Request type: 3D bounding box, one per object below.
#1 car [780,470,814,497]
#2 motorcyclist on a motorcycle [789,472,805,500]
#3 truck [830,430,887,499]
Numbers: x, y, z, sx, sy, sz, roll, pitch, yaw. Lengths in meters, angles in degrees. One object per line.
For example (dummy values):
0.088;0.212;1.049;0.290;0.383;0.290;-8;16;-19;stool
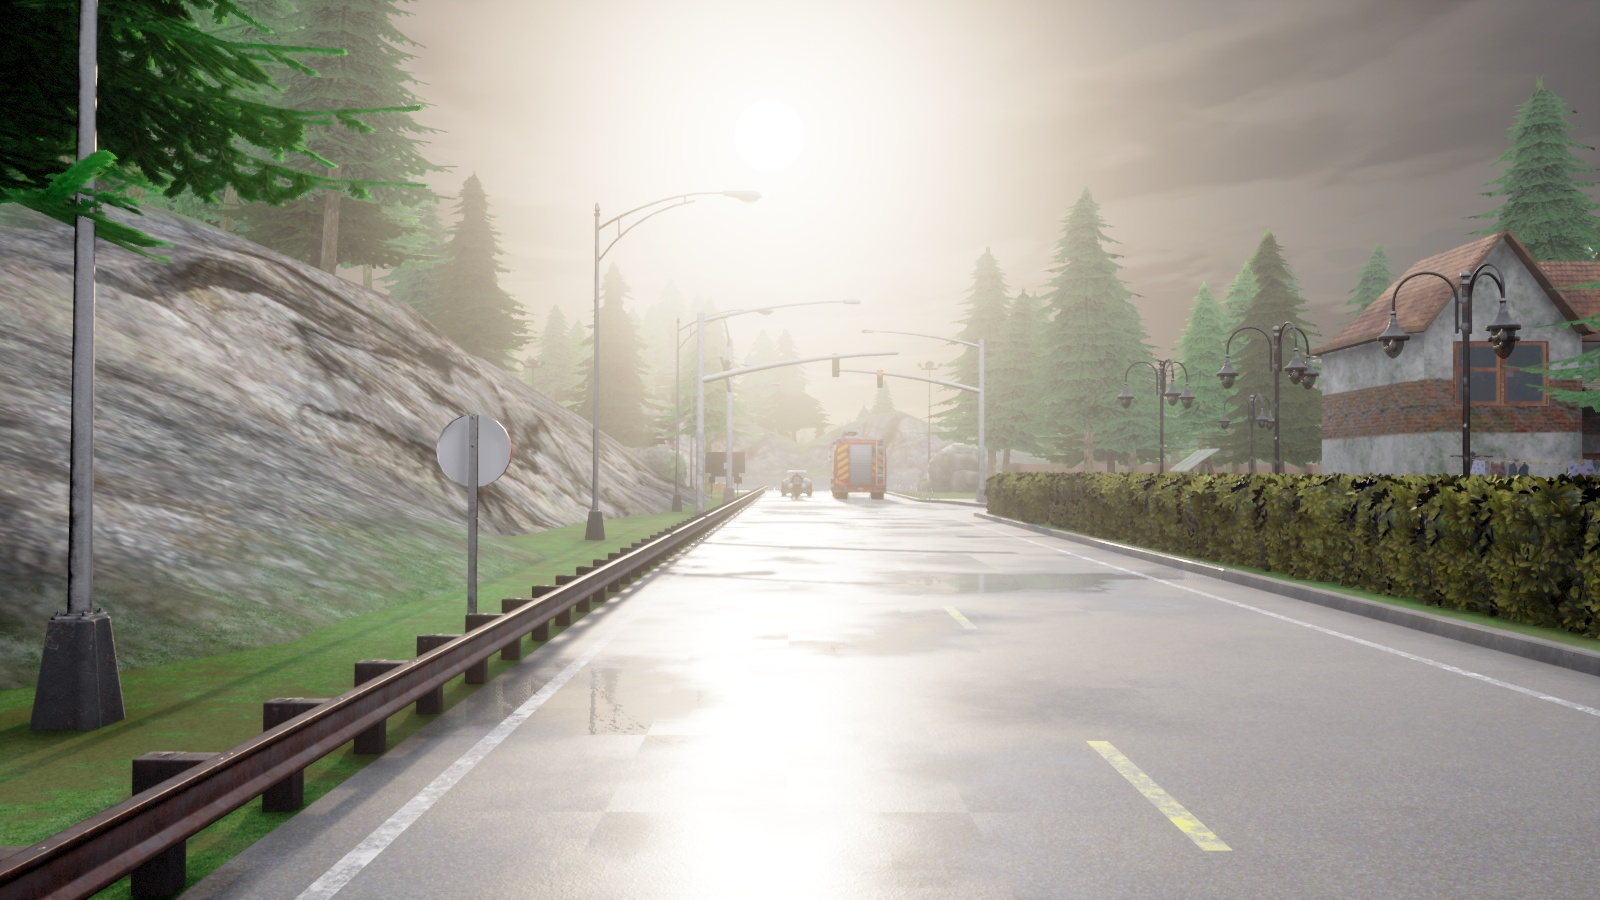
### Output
-0.186;2.064;78.791;2.033;1.649;4.856;0;-1;0;car
-0.166;2.027;70.237;0.866;1.530;2.191;0;-1;0;motorcyclist on a motorcycle
3.322;0.866;73.386;2.891;3.827;8.468;0;-1;0;truck
